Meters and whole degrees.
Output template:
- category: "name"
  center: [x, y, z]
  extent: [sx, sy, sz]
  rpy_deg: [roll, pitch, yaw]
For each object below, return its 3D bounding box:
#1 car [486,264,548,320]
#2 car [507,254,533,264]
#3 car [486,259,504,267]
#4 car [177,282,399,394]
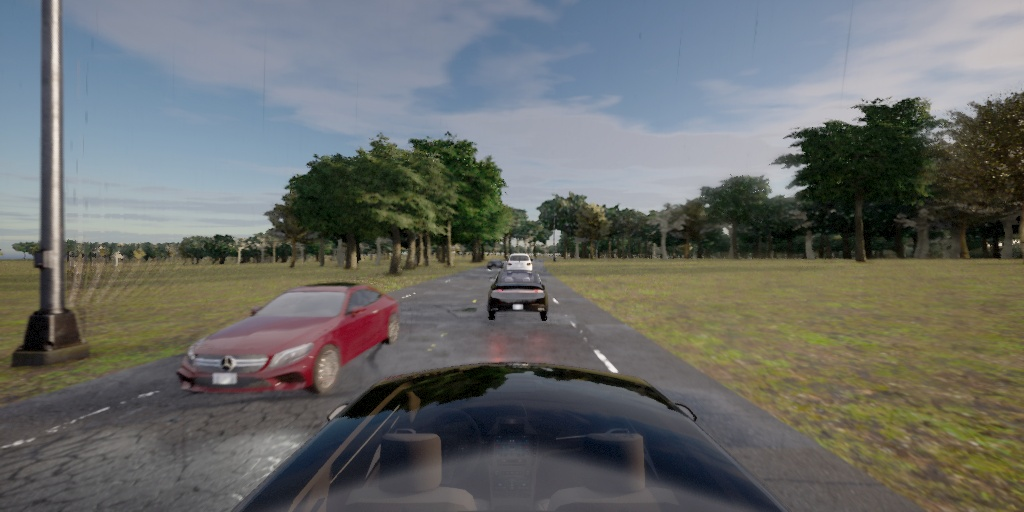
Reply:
- category: "car"
  center: [0.198, 1.218, 12.564]
  extent: [2.128, 1.511, 4.902]
  rpy_deg: [0, 0, 1]
- category: "car"
  center: [0.712, 0.838, 32.556]
  extent: [2.150, 2.045, 5.566]
  rpy_deg: [0, 0, 2]
- category: "car"
  center: [-2.220, 1.071, 48.339]
  extent: [1.994, 1.385, 4.181]
  rpy_deg: [0, 0, 4]
- category: "car"
  center: [-3.564, 1.267, 6.798]
  extent: [1.812, 1.442, 4.674]
  rpy_deg: [0, 0, 1]
